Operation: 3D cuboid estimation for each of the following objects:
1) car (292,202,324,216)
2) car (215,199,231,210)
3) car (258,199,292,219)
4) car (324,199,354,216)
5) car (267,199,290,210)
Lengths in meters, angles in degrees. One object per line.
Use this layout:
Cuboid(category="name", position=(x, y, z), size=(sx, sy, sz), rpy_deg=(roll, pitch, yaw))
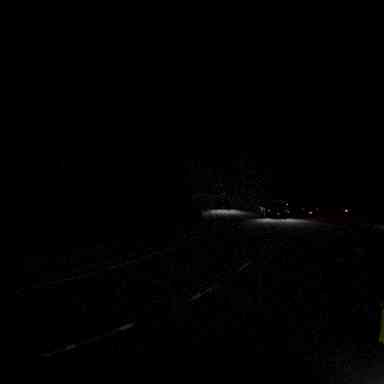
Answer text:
Cuboid(category="car", position=(10.909, 1.596, 32.590), size=(1.895, 1.301, 4.718), rpy_deg=(0, 0, 2))
Cuboid(category="car", position=(4.034, 1.596, 43.406), size=(1.895, 1.301, 4.718), rpy_deg=(0, 0, 2))
Cuboid(category="car", position=(7.151, 1.522, 29.479), size=(1.812, 1.442, 4.674), rpy_deg=(0, 0, 2))
Cuboid(category="car", position=(14.411, 1.498, 33.213), size=(1.837, 1.490, 4.892), rpy_deg=(0, -1, 3))
Cuboid(category="car", position=(11.223, 1.595, 43.381), size=(1.895, 1.301, 4.718), rpy_deg=(0, 0, 2))
